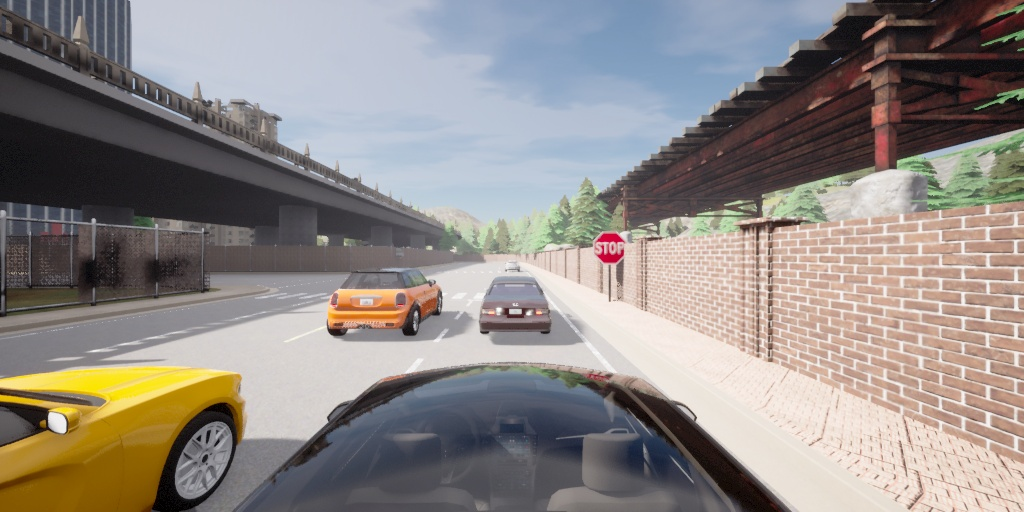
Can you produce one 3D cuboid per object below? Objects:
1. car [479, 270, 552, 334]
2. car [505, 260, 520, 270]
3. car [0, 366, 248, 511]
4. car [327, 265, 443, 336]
[{"bbox_3d":[0.075,1.297,10.581,2.033,1.411,5.357,0,0,0],"label":"car"},{"bbox_3d":[0.054,1.276,46.344,1.812,1.442,4.674,0,0,-1],"label":"car"},{"bbox_3d":[-3.398,1.228,1.300,1.882,1.535,5.008,0,0,0],"label":"car"},{"bbox_3d":[-3.426,1.102,10.557,2.097,1.767,4.553,0,0,0],"label":"car"}]
